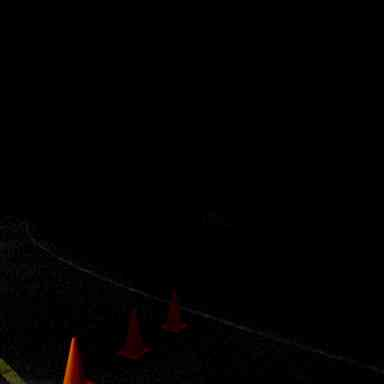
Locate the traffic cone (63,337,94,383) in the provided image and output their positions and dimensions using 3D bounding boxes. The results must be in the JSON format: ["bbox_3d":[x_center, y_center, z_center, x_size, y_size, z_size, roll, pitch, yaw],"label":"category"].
[{"bbox_3d":[-1.330,1.945,3.775,0.340,0.580,0.340,1,1,31],"label":"traffic cone"}]

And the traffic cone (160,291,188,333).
[{"bbox_3d":[-0.293,1.931,5.477,0.340,0.580,0.340,1,1,31],"label":"traffic cone"}]

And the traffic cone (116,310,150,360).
[{"bbox_3d":[-0.812,1.938,4.626,0.340,0.580,0.340,1,1,31],"label":"traffic cone"}]
